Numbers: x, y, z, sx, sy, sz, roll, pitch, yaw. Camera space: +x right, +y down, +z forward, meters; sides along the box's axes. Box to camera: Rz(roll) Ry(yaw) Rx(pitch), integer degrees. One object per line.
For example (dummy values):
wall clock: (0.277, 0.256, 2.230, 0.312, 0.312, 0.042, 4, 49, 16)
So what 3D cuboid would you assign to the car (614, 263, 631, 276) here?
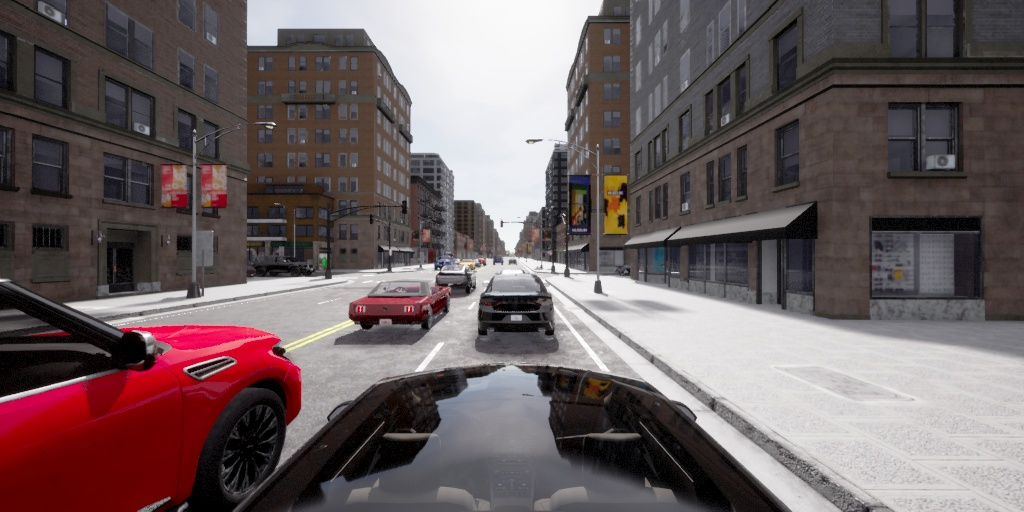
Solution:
car: (13.305, 1.278, 37.789, 4.902, 1.511, 2.128, 0, 0, 0)

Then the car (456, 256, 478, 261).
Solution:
car: (-6.500, 1.221, 52.495, 1.882, 1.535, 5.008, 0, 0, 0)

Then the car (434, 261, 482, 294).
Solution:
car: (-3.110, 1.240, 20.393, 2.128, 1.511, 4.902, 0, 0, 0)

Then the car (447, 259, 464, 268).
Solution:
car: (-9.707, 1.231, 61.929, 2.128, 1.511, 4.902, 0, 0, 0)

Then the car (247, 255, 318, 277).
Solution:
car: (-22.125, 0.963, 34.740, 5.566, 2.045, 2.150, 0, 0, 0)

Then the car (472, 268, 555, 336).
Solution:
car: (0.111, 1.227, 10.478, 1.882, 1.535, 5.008, 0, 0, 0)

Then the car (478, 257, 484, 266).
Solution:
car: (-6.464, 1.303, 61.489, 1.994, 1.385, 4.181, 0, 0, 0)

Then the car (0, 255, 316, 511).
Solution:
car: (-3.149, 0.971, 1.150, 2.150, 2.045, 5.566, 0, 0, 0)

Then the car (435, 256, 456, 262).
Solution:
car: (-9.744, 0.965, 52.117, 2.150, 2.045, 5.566, 0, 0, 0)

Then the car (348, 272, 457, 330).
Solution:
car: (-3.132, 1.351, 11.134, 1.895, 1.301, 4.718, 0, 0, 0)
